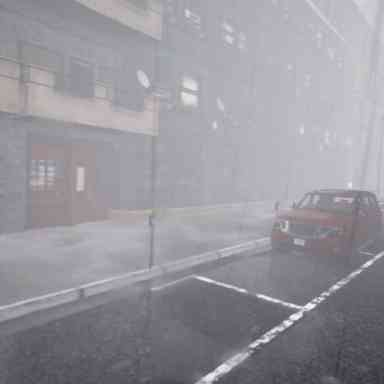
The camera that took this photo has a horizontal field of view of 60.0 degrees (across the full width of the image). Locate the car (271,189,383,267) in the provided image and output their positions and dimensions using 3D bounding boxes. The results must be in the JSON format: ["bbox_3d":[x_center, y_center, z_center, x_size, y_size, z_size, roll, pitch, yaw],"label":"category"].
[{"bbox_3d":[4.303,0.866,10.082,2.192,1.841,5.009,6,5,40],"label":"car"}]
